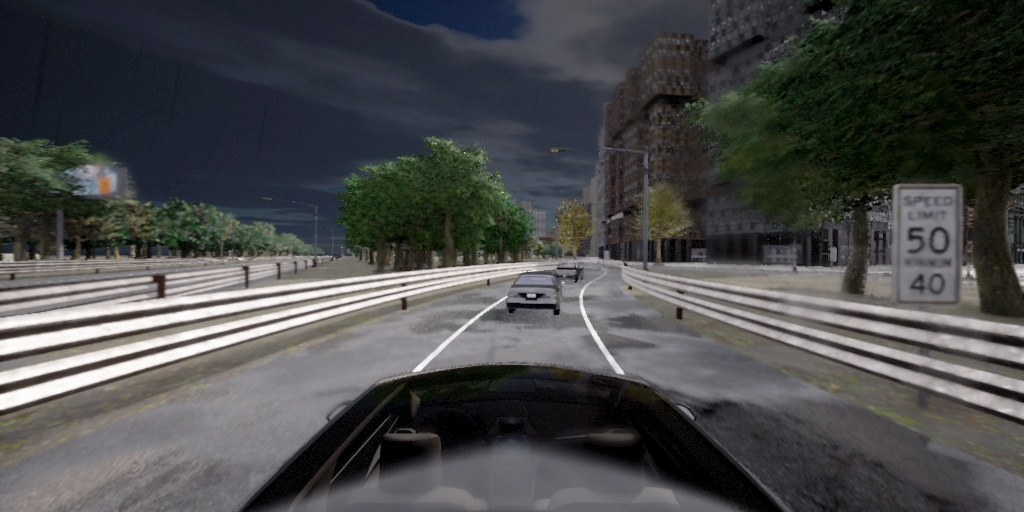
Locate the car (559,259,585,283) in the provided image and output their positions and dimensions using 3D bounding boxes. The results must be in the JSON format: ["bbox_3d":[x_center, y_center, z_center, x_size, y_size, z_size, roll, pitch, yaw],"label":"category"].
[{"bbox_3d":[4.605,1.265,28.449,2.128,1.511,4.902,0,0,18],"label":"car"}]

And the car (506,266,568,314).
[{"bbox_3d":[1.006,1.302,13.843,2.033,1.411,5.357,0,0,9],"label":"car"}]
